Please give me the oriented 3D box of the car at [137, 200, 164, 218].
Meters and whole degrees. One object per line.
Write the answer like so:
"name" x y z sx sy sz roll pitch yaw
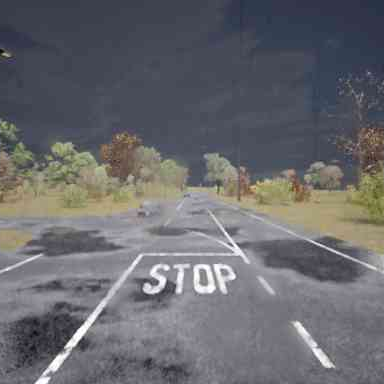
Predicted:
"car" -3.438 1.381 28.167 1.812 1.442 4.674 0 0 0
